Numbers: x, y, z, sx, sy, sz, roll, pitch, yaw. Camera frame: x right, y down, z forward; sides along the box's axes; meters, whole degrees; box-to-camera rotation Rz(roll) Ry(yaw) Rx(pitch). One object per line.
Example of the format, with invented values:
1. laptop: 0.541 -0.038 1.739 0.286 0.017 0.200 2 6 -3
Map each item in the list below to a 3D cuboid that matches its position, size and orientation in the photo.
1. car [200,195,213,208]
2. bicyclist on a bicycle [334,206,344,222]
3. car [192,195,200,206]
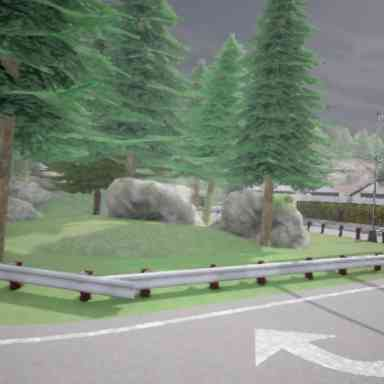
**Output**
1. car: 1.741 1.556 56.815 2.150 2.045 5.566 3 -1 22
2. bicyclist on a bicycle: 14.704 2.244 33.216 1.656 1.620 0.582 3 0 -29
3. car: -1.383 1.399 46.730 2.150 2.045 5.566 2 0 -24
